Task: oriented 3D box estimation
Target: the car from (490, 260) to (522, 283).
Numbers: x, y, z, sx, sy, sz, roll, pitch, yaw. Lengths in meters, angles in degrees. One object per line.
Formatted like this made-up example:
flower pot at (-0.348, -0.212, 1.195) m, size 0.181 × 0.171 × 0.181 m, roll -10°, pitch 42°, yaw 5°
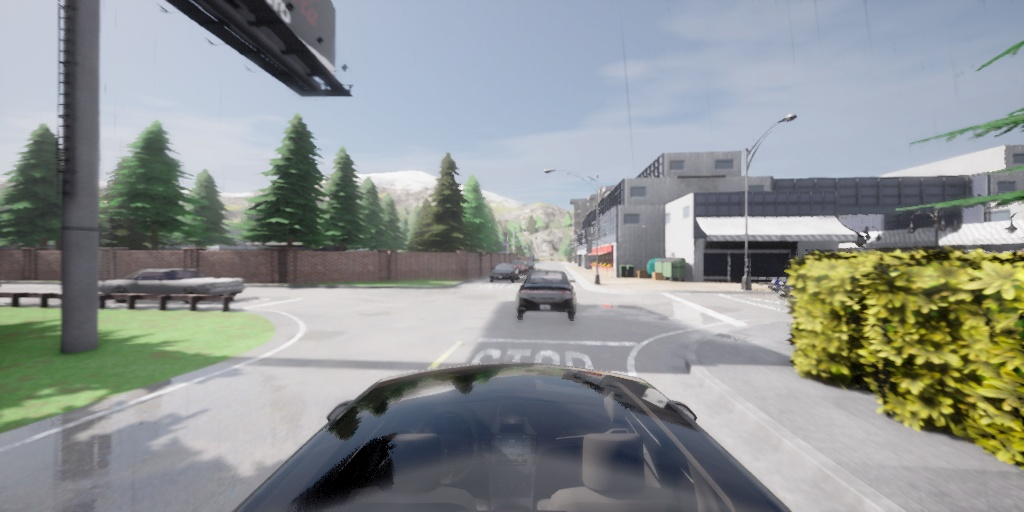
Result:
car at (-0.549, 1.309, 29.086) m, size 1.882 × 1.535 × 5.008 m, roll 0°, pitch 0°, yaw 7°

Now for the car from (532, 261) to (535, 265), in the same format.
car at (2.375, 1.419, 52.932) m, size 1.837 × 1.490 × 4.892 m, roll 0°, pitch 0°, yaw 7°

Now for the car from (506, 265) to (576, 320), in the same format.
car at (1.238, 1.259, 12.750) m, size 2.128 × 1.511 × 4.902 m, roll 0°, pitch 0°, yaw 6°

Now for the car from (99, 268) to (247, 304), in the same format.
car at (-13.456, 1.159, 14.413) m, size 4.718 × 1.301 × 1.895 m, roll 0°, pitch 0°, yaw 5°

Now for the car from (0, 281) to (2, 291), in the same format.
car at (-25.301, 1.019, 15.628) m, size 4.892 × 1.490 × 1.837 m, roll 0°, pitch 0°, yaw 6°

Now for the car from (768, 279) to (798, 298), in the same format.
car at (13.888, 1.272, 15.298) m, size 4.718 × 1.301 × 1.895 m, roll 0°, pitch 0°, yaw 7°

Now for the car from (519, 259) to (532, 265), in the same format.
car at (0.669, 1.219, 39.078) m, size 2.097 × 1.767 × 4.553 m, roll 0°, pitch 0°, yaw 7°
